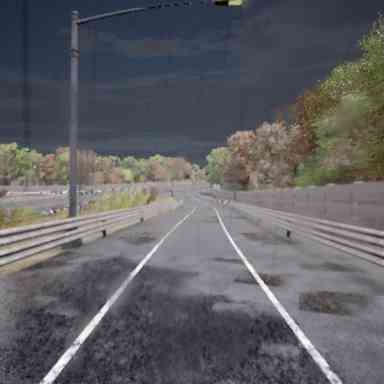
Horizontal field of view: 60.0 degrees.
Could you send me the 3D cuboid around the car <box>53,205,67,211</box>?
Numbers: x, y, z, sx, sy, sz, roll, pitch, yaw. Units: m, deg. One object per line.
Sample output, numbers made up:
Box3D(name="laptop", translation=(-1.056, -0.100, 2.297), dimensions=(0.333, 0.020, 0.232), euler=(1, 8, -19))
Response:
Box3D(name="car", translation=(-32.189, 3.992, 81.898), dimensions=(1.837, 1.490, 4.892), euler=(1, 3, 18))
